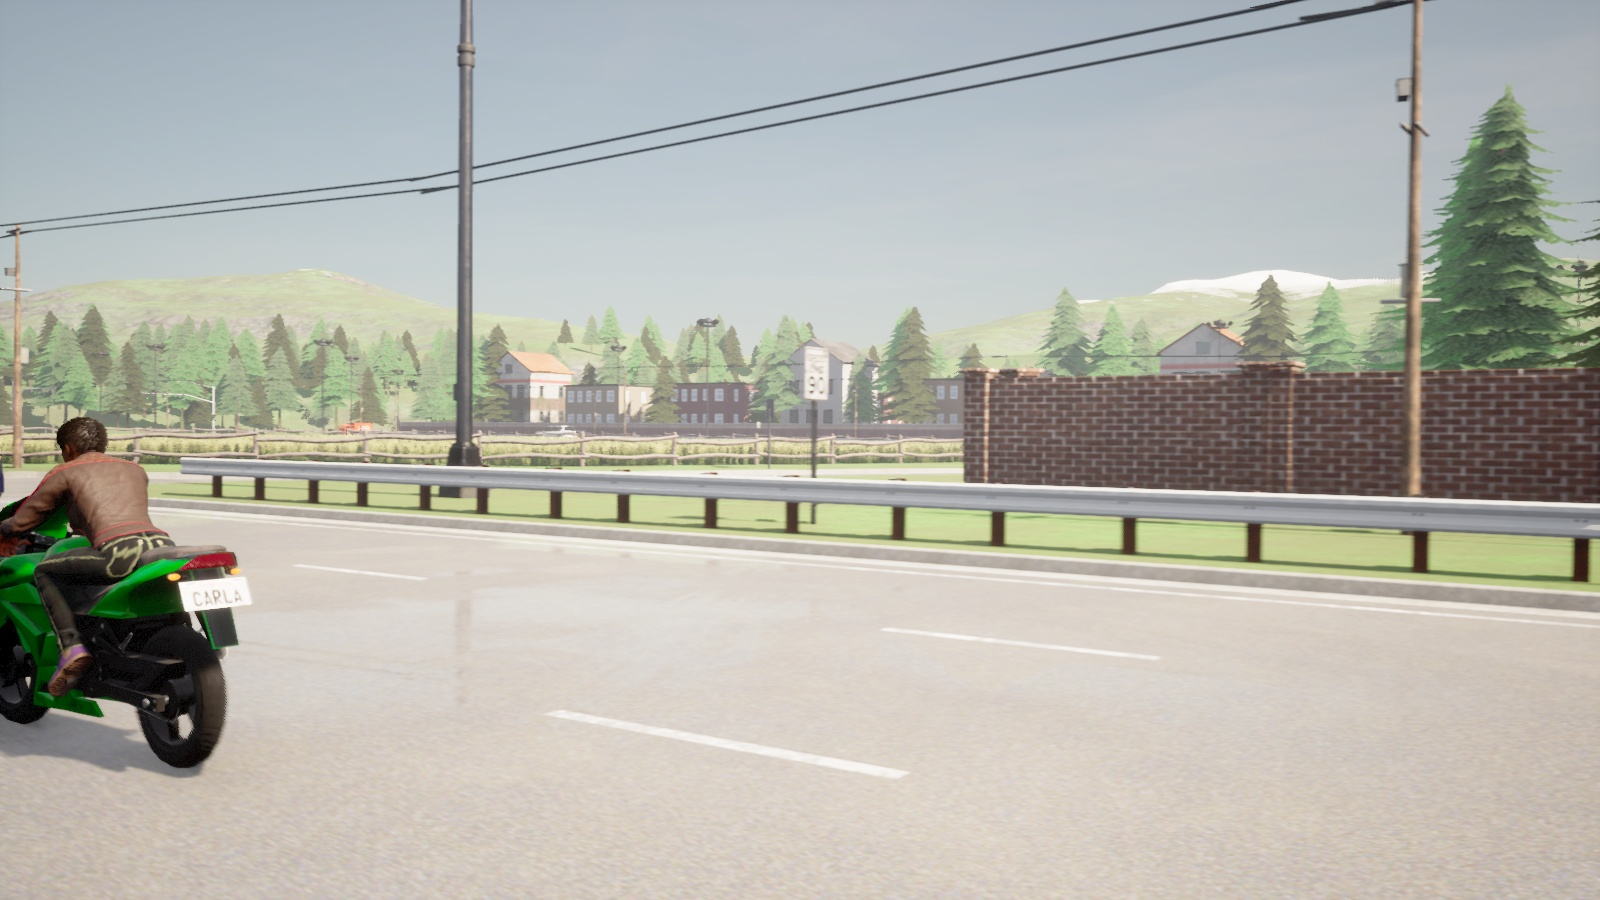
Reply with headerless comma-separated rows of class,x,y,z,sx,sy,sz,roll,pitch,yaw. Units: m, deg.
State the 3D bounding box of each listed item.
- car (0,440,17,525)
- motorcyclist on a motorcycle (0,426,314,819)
car,-16.028,0.581,22.674,3.633,1.501,1.845,0,1,34
motorcyclist on a motorcycle,-3.221,0.664,5.763,2.044,1.523,0.797,0,1,34
